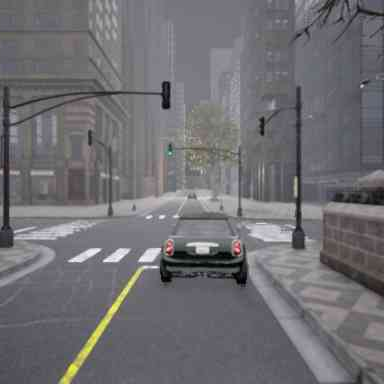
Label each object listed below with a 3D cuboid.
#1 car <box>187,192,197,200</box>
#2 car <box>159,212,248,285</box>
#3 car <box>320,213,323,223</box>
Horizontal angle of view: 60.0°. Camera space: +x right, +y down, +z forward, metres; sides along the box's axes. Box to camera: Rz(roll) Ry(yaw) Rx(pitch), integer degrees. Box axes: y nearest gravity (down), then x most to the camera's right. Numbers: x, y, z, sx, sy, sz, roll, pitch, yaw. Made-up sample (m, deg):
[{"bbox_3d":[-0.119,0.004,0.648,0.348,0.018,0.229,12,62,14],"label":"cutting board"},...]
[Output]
[{"bbox_3d":[0.033,0.867,77.186,2.097,1.767,4.553,0,1,0],"label":"car"},{"bbox_3d":[0.416,1.343,9.721,2.097,1.767,4.553,0,0,5],"label":"car"},{"bbox_3d":[11.045,1.546,21.961,4.902,1.511,2.128,0,0,0],"label":"car"}]
